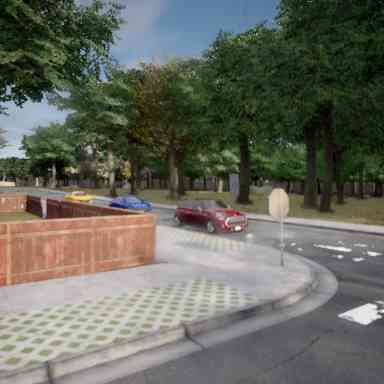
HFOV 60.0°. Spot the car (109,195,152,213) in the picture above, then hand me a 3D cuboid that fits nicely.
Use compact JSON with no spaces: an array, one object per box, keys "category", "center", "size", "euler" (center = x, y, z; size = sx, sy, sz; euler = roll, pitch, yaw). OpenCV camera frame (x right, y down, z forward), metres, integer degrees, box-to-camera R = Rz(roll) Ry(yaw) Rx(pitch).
[{"category":"car","center":[-4.965,1.051,26.320],"size":[1.882,1.535,5.008],"euler":[-2,2,-35]}]

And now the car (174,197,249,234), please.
[{"category":"car","center":[0.926,1.132,18.011],"size":[2.097,1.767,4.553],"euler":[-2,2,-35]}]

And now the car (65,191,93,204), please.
[{"category":"car","center":[-12.714,0.708,37.268],"size":[1.882,1.535,5.008],"euler":[-2,3,-35]}]
